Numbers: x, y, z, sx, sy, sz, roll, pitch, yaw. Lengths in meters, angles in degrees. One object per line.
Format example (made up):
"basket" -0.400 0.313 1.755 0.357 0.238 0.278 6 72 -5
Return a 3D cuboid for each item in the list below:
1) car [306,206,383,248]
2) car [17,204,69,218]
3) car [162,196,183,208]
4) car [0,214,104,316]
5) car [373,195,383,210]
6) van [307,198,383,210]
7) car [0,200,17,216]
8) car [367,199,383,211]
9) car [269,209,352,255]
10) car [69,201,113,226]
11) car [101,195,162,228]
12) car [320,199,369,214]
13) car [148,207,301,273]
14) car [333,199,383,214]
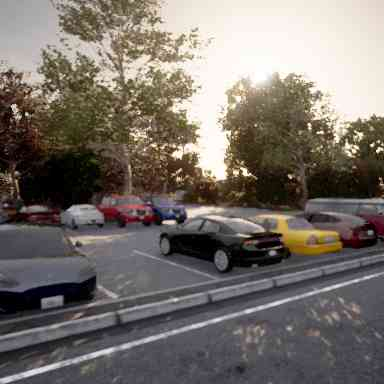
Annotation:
"car" 5.291 1.560 14.269 2.163 1.488 4.792 0 0 -35
"car" -9.282 1.483 19.898 2.097 1.535 5.008 0 0 -36
"car" -2.567 1.277 24.660 2.435 2.045 5.566 0 0 -36
"car" -3.802 1.501 7.712 2.163 1.488 4.792 0 0 -35
"car" 29.233 1.521 47.413 2.435 2.045 5.566 0 0 -36
"van" 7.659 1.322 15.779 1.878 1.987 4.442 0 0 -36
"car" -11.536 1.219 18.262 2.435 2.045 5.566 0 0 -36
"car" 27.006 1.784 45.754 2.163 1.488 4.792 0 0 -36
"car" 2.918 1.510 12.769 1.946 1.575 5.366 0 0 -35
"car" -7.117 1.536 21.446 2.002 1.452 4.674 0 0 -36
"car" -4.734 1.261 23.113 2.435 2.045 5.566 0 0 -35
"car" 17.946 1.687 39.334 2.231 1.521 4.892 0 0 -35
"car" 0.750 1.497 10.988 2.097 1.535 5.008 0 0 -35
"car" 20.318 1.700 40.791 1.946 1.575 5.366 0 0 -36
